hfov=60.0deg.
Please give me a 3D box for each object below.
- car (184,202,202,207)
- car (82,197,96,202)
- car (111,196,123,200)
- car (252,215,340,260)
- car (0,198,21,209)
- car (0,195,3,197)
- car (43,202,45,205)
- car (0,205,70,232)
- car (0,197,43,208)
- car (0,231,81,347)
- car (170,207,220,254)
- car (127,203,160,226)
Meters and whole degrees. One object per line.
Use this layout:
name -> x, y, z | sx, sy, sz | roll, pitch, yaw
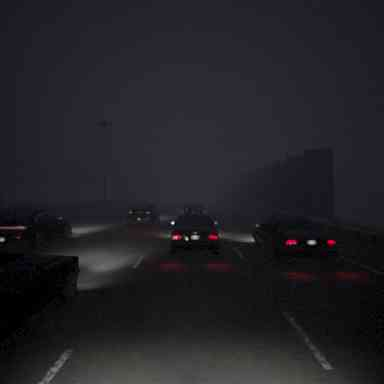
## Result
car -> 0.109, 1.680, 33.563 | 1.895, 1.301, 4.718 | 0, 0, 0
car -> -20.395, 1.682, 66.107 | 1.812, 1.442, 4.674 | 0, 0, 1
car -> -16.792, 1.695, 74.416 | 2.128, 1.511, 4.902 | 0, 0, 1
car -> 3.601, 1.577, 12.506 | 2.033, 1.411, 5.357 | 0, 0, 0
car -> -27.849, 1.646, 49.834 | 1.812, 1.442, 4.674 | 0, 0, 2
car -> -21.075, 1.305, 33.443 | 2.150, 2.045, 5.566 | 0, 0, 0
car -> -24.326, 1.723, 50.414 | 1.895, 1.301, 4.718 | 0, 0, 2
car -> -6.900, 1.527, 14.509 | 2.128, 1.511, 4.902 | 0, 0, 0
car -> -17.570, 1.573, 33.673 | 2.128, 1.511, 4.902 | 0, 0, 0
car -> -3.399, 1.614, 5.340 | 1.895, 1.301, 4.718 | 0, 0, 0
car -> 0.100, 1.580, 13.685 | 2.033, 1.411, 5.357 | 0, 0, 0
car -> -3.399, 1.548, 23.741 | 2.128, 1.511, 4.902 | 0, 0, 0
